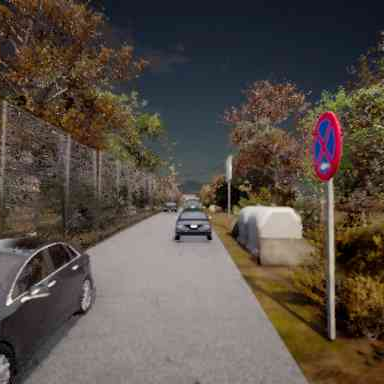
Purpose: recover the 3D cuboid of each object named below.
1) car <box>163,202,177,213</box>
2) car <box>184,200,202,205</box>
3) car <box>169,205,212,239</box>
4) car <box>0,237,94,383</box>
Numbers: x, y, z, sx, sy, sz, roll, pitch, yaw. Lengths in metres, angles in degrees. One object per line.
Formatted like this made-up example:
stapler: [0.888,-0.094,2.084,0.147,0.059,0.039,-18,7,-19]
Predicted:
car: [-2.817,2.087,45.135,2.033,1.411,5.357,0,-1,0]
car: [0.108,1.744,38.333,2.097,1.767,4.553,0,-1,0]
car: [0.077,1.637,17.705,2.033,1.411,5.357,0,-1,0]
car: [-2.855,1.515,4.775,1.837,1.490,4.892,0,0,0]
